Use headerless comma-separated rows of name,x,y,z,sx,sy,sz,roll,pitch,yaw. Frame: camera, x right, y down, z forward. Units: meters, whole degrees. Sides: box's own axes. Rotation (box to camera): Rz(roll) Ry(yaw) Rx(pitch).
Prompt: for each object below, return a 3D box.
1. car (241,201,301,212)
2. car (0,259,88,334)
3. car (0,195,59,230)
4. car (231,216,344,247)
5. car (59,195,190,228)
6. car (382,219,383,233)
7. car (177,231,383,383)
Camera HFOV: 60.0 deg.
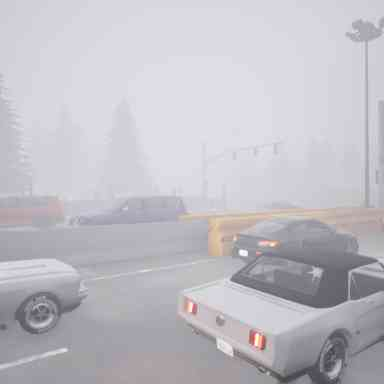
car,6.162,1.411,25.385,5.357,1.411,2.033,0,0,-35
car,-4.140,1.601,5.092,4.718,1.301,1.895,0,0,-35
car,-9.939,1.213,18.388,5.566,2.045,2.150,-1,0,-35
car,3.276,1.472,10.352,4.674,1.442,1.812,-1,0,-35
car,-2.671,1.185,14.960,5.566,2.045,2.150,0,0,-35
car,10.661,1.404,15.598,4.674,1.442,1.812,-1,0,-36
car,2.212,1.576,5.310,4.718,1.301,1.895,-1,0,-35
